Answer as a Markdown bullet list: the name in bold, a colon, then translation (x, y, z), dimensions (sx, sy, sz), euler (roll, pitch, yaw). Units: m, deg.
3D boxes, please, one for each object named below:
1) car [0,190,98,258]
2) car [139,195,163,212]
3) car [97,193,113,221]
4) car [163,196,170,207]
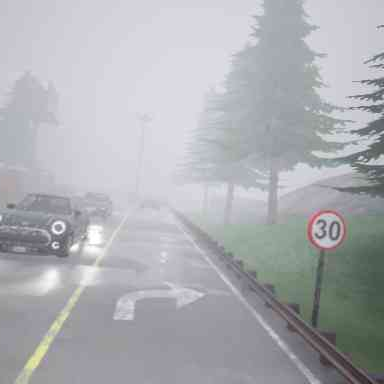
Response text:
- **car**: translation (-4.569, 0.820, 10.568), dimensions (2.097, 1.767, 4.553), euler (7, 0, -8)
- **car**: translation (-4.251, 1.088, 33.607), dimensions (1.812, 1.442, 4.674), euler (7, 0, -8)
- **car**: translation (-6.034, 0.809, 20.879), dimensions (2.128, 1.511, 4.902), euler (7, 0, -8)
- **car**: translation (-4.814, 1.090, 44.848), dimensions (2.033, 1.411, 5.357), euler (7, 0, -29)
